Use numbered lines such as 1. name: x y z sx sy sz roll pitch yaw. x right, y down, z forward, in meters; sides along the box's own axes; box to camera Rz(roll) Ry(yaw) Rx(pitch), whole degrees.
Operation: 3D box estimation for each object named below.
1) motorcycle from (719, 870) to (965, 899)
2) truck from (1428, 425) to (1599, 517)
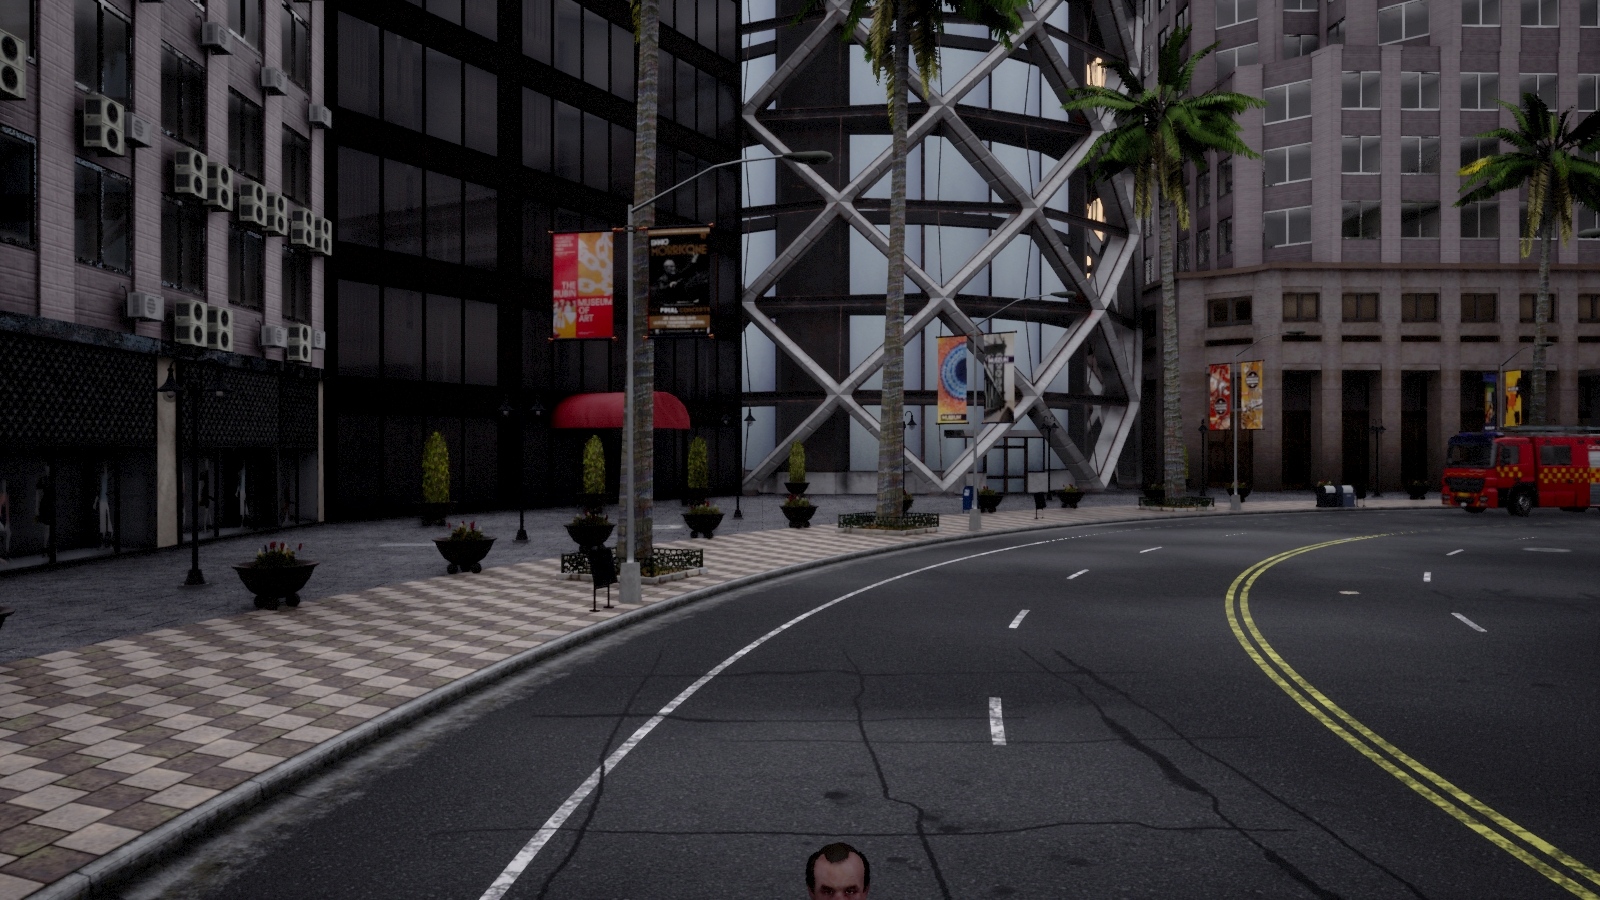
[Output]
1. motorcycle: 0.124 2.182 3.338 0.856 1.236 1.805 0 0 2
2. truck: 32.128 0.890 49.845 8.468 3.827 2.891 0 0 -12
